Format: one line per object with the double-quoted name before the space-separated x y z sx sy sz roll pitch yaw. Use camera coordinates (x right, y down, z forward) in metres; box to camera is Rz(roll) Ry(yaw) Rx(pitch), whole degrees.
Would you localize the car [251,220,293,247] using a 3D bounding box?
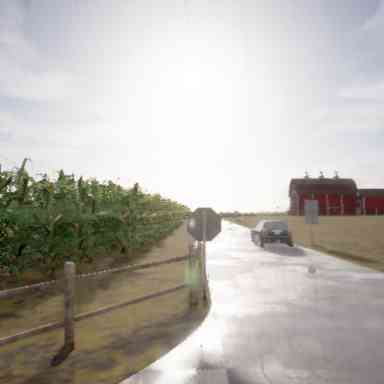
"car" 5.376 2.706 22.916 2.097 1.767 4.553 0 -3 1
